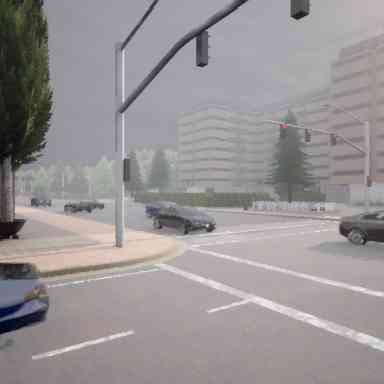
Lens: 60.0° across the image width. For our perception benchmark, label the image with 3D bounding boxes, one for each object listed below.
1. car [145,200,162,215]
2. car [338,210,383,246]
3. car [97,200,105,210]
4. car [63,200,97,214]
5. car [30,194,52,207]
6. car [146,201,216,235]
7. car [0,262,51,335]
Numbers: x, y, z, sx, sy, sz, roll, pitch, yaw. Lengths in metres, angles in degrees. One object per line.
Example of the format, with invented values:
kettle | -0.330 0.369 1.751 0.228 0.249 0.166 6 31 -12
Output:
car | -2.111 1.478 27.497 1.882 1.535 5.008 0 0 -36
car | 8.347 1.492 13.182 2.128 1.511 4.902 0 0 -36
car | -12.689 1.601 42.173 1.895 1.301 4.718 0 0 -36
car | -12.160 1.601 35.444 1.895 1.301 4.718 0 0 -36
car | -23.124 1.328 50.802 2.150 2.045 5.566 0 0 -36
car | -0.561 1.505 19.216 1.837 1.490 4.892 0 0 -34
car | -4.808 1.547 4.389 5.357 1.411 2.033 0 0 -29
